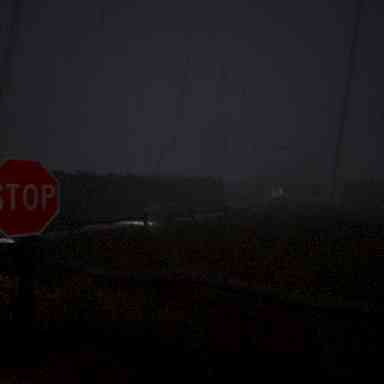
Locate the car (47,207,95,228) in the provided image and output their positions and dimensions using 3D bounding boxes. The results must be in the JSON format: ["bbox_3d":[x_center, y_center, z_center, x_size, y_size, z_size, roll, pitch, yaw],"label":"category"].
[{"bbox_3d":[-8.231,1.579,19.292,2.033,1.411,5.357,0,0,35],"label":"car"}]

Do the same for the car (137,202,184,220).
[{"bbox_3d":[-2.496,1.543,27.547,1.812,1.442,4.674,0,0,35],"label":"car"}]

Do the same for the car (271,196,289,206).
[{"bbox_3d":[11.870,1.330,44.844,2.128,1.511,4.902,0,1,22],"label":"car"}]
